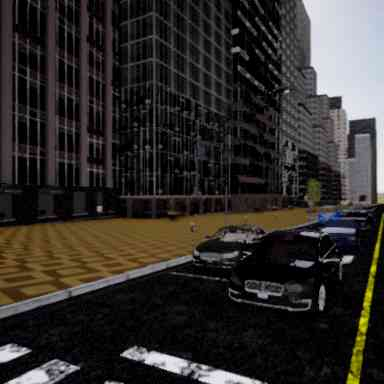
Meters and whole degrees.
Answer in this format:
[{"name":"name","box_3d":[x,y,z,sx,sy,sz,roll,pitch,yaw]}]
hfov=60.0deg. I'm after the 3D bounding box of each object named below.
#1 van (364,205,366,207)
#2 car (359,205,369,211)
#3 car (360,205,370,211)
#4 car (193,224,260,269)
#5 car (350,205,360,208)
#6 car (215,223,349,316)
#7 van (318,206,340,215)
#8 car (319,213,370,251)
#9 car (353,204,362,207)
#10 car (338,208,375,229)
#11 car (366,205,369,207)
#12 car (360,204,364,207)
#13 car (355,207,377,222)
[{"name":"van","box_3d":[30.002,3.066,60.411,1.690,1.788,3.998,-2,-2,30]},{"name":"car","box_3d":[41.350,3.858,79.826,2.008,1.369,4.403,-2,-2,30]},{"name":"car","box_3d":[44.186,4.005,84.681,2.008,1.369,4.403,-2,-2,30]},{"name":"car","box_3d":[1.638,1.872,11.848,2.008,1.369,4.403,-2,-2,30]},{"name":"car","box_3d":[21.494,2.845,45.838,2.008,1.369,4.403,-2,-2,30]},{"name":"car","box_3d":[2.555,1.738,8.280,1.837,1.490,4.892,-1,-2,31]},{"name":"van","box_3d":[12.983,2.213,31.279,1.690,1.788,3.998,-2,-2,30]},{"name":"car","box_3d":[7.723,2.028,17.107,2.033,1.411,5.357,-1,-2,30]},{"name":"car","box_3d":[24.245,2.958,50.548,1.752,1.417,4.829,-2,-2,30]},{"name":"car","box_3d":[12.958,2.240,26.053,1.837,1.490,4.892,-1,-2,30]},{"name":"car","box_3d":[35.677,3.559,70.115,1.887,1.381,4.507,-2,-2,30]},{"name":"car","box_3d":[27.167,3.125,55.549,1.887,1.381,4.507,-2,-2,30]},{"name":"car","box_3d":[19.000,2.630,36.268,1.895,1.301,4.718,-1,-2,31]}]
